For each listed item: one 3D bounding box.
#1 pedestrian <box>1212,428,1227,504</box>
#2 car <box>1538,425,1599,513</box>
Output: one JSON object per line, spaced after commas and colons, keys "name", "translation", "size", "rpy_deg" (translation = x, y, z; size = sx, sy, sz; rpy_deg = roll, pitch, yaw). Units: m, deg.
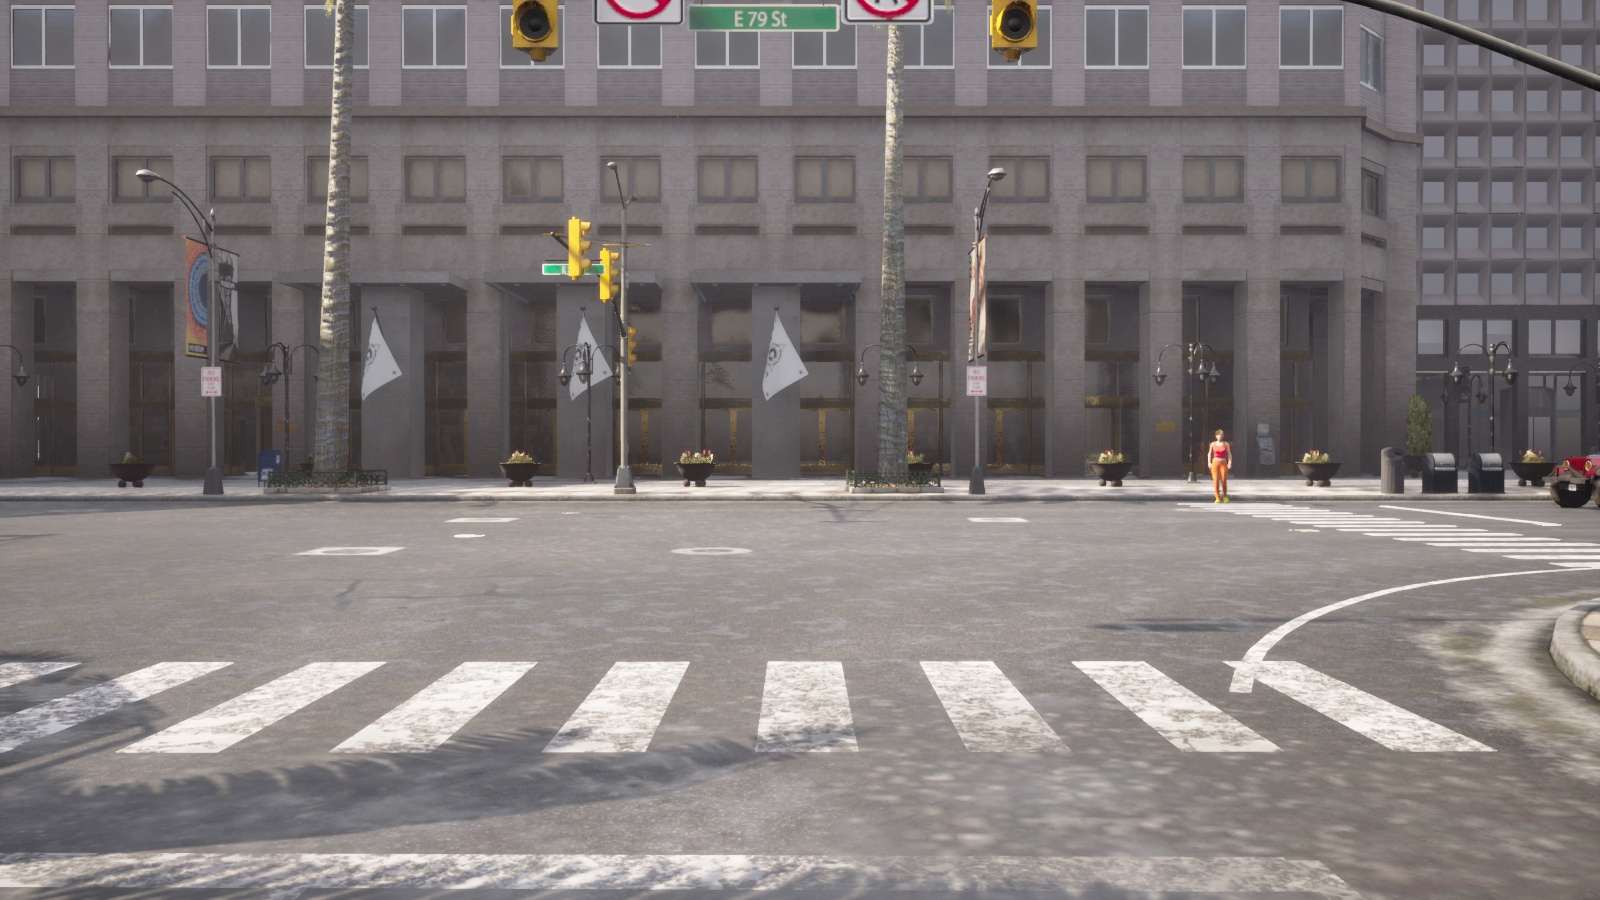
{"name": "pedestrian", "translation": [10.184, 0.387, 30.468], "size": [0.345, 1.836, 0.594], "rpy_deg": [0, 0, 19]}
{"name": "car", "translation": [18.784, 0.401, 27.708], "size": [3.866, 1.878, 1.905], "rpy_deg": [0, 0, 1]}
